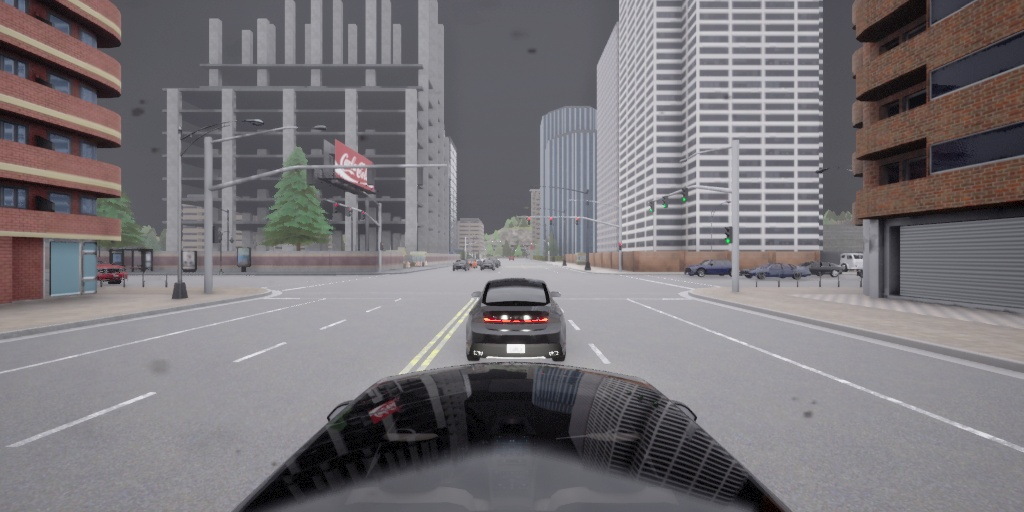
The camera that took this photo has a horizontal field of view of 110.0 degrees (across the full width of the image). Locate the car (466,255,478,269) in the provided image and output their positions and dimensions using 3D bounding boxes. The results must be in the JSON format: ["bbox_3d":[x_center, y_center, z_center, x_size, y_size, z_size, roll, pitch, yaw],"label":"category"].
[{"bbox_3d":[-6.812,1.102,57.973,2.097,1.767,4.553,0,0,0],"label":"car"}]

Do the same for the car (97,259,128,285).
[{"bbox_3d":[-29.241,0.973,23.975,5.566,2.045,2.150,0,0,0],"label":"car"}]

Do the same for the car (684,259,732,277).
[{"bbox_3d":[19.214,1.102,34.700,4.553,1.767,2.097,0,0,0],"label":"car"}]

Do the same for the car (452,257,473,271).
[{"bbox_3d":[-6.869,1.255,48.767,1.837,1.490,4.892,0,0,0],"label":"car"}]

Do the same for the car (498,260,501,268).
[{"bbox_3d":[-3.295,1.102,60.422,2.097,1.767,4.553,0,0,0],"label":"car"}]

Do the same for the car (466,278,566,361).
[{"bbox_3d":[0.093,1.255,8.235,1.837,1.490,4.892,0,0,1],"label":"car"}]

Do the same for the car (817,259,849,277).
[{"bbox_3d":[29.064,1.255,34.695,4.892,1.490,1.837,0,0,0],"label":"car"}]

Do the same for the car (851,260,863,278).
[{"bbox_3d":[32.716,1.314,31.192,4.181,1.385,1.994,0,0,0],"label":"car"}]

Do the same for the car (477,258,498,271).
[{"bbox_3d":[-3.360,1.255,50.297,1.837,1.490,4.892,0,0,0],"label":"car"}]

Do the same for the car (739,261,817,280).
[{"bbox_3d":[22.804,1.297,31.202,5.357,1.411,2.033,0,0,0],"label":"car"}]
